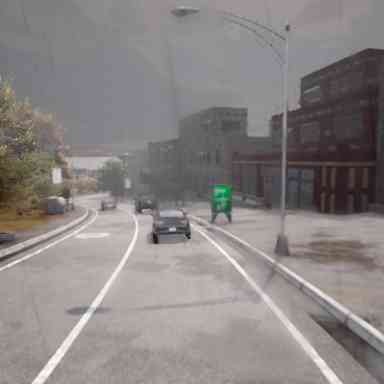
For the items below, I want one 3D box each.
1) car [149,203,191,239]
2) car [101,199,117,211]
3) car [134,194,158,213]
[{"bbox_3d":[-1.156,1.508,17.186,1.812,1.442,4.674,-1,0,-7],"label":"car"},{"bbox_3d":[-10.837,1.642,43.296,2.128,1.511,4.902,-2,0,-18],"label":"car"},{"bbox_3d":[-5.099,1.224,37.041,2.150,2.045,5.566,-2,0,-15],"label":"car"}]
